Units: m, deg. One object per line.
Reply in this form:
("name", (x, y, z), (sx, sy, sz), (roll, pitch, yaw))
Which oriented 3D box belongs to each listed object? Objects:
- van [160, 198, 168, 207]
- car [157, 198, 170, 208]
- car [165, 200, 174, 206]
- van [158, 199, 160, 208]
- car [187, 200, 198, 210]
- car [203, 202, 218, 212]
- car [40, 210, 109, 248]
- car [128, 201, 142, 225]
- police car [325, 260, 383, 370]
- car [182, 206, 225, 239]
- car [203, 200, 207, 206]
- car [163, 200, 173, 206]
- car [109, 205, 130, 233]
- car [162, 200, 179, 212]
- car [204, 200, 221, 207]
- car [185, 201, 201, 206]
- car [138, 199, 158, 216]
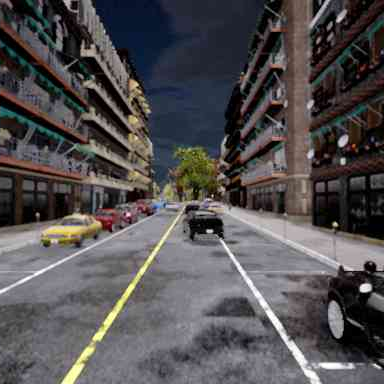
("van", (-5.663, 2.169, 61.607), (1.690, 1.788, 3.998), (1, -1, 0))
("car", (-5.662, 2.220, 67.268), (2.192, 1.841, 5.009), (1, -1, 0))
("car", (-5.662, 2.692, 84.249), (2.008, 1.369, 4.403), (1, -1, 0))
("van", (-5.666, 1.938, 44.623), (1.690, 1.788, 3.998), (1, -1, 0))
("car", (0.108, 2.255, 57.947), (1.882, 1.535, 5.008), (0, -1, 0))
("car", (2.719, 2.239, 50.242), (1.947, 1.339, 4.313), (1, -1, 0))
("car", (-5.676, 1.741, 16.146), (1.752, 1.417, 4.829), (1, -1, 0))
("car", (-5.672, 1.809, 27.639), (1.967, 1.590, 4.097), (1, -1, 0))
("police car", (3.135, 1.475, 3.657), (1.930, 1.638, 5.238), (0, -1, 0))
("car", (0.573, 1.758, 19.056), (1.837, 1.490, 4.892), (0, -1, -7))
("car", (2.714, 2.141, 44.580), (1.887, 1.381, 4.507), (1, -1, 0))
("car", (-5.663, 2.628, 78.588), (1.947, 1.339, 4.313), (1, -1, 0))
("car", (-5.674, 1.838, 21.976), (1.887, 1.381, 4.507), (1, -1, 0))
("car", (-3.062, 2.280, 50.700), (1.895, 1.301, 4.718), (0, -1, 0))
("car", (2.711, 2.048, 39.090), (1.752, 1.417, 4.829), (1, -1, 0))
("car", (0.106, 2.055, 41.215), (1.837, 1.490, 4.892), (0, -1, 0))
("car", (-5.667, 1.836, 38.963), (2.192, 1.841, 5.009), (1, -1, 0))
